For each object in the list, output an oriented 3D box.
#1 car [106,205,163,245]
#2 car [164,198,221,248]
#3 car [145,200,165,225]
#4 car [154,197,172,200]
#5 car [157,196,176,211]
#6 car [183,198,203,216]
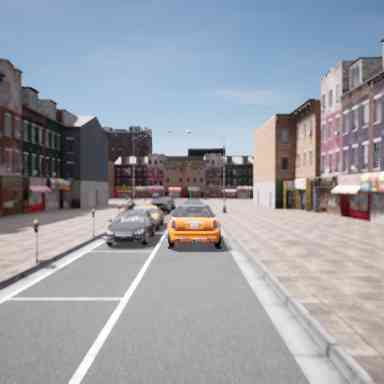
[{"bbox_3d":[-2.640,1.487,14.985,2.008,1.369,4.403,0,0,0],"label":"car"},{"bbox_3d":[0.095,1.289,14.662,2.097,1.767,4.553,0,0,0],"label":"car"},{"bbox_3d":[-2.639,1.441,20.242,1.752,1.417,4.829,0,0,0],"label":"car"},{"bbox_3d":[-3.012,1.372,32.699,1.837,1.490,4.892,0,0,0],"label":"car"},{"bbox_3d":[-3.004,1.321,39.700,1.882,1.535,5.008,0,0,0],"label":"car"},{"bbox_3d":[0.103,1.397,31.929,1.812,1.442,4.674,0,0,0],"label":"car"}]
